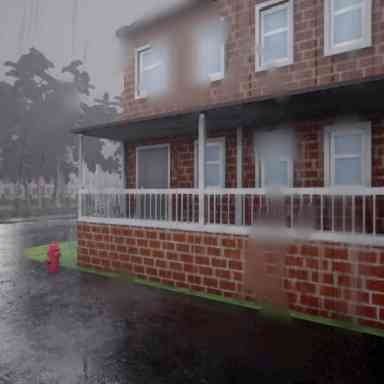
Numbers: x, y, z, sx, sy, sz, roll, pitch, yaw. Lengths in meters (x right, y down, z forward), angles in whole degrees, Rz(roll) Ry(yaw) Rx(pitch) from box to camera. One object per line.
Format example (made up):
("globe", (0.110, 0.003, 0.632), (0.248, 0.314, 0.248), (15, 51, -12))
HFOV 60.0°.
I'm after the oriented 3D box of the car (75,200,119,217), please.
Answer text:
("car", (-7.610, 1.505, 28.483), (1.837, 1.490, 4.892), (0, 0, 36))
